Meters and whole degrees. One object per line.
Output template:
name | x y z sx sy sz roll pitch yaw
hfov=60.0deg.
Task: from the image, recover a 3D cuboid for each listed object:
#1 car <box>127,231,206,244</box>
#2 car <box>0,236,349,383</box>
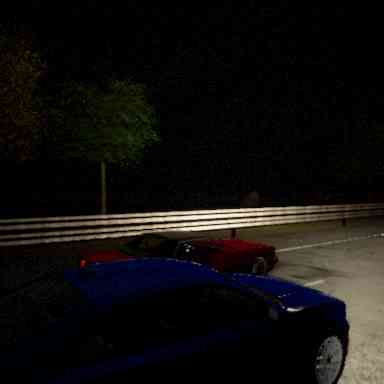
car | -0.109 1.601 7.983 4.718 1.301 1.895 0 0 -36
car | -0.300 1.478 3.537 5.008 1.535 1.882 0 0 -36
